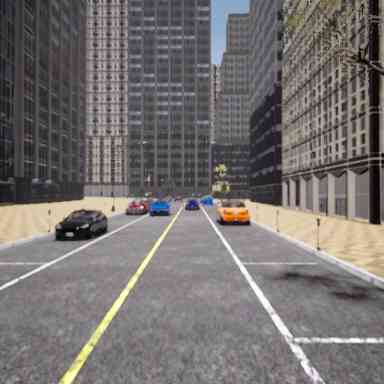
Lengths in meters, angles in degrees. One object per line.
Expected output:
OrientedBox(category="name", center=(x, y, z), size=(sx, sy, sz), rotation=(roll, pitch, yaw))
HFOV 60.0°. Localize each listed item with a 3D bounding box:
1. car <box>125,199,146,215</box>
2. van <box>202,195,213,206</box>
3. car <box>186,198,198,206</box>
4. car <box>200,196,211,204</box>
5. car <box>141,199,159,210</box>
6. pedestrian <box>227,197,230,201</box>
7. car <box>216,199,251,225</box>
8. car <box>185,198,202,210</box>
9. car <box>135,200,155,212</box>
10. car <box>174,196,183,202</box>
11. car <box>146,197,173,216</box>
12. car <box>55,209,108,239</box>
OrientedBox(category="car", center=(-5.679, 1.520, 34.575), size=(1.967, 1.590, 4.097), rotation=(1, 0, 0))
OrientedBox(category="van", center=(2.705, 1.469, 57.139), size=(1.690, 1.788, 3.998), rotation=(1, 0, 0))
OrientedBox(category="car", center=(0.004, 1.731, 58.282), size=(1.895, 1.301, 4.718), rotation=(0, 0, 0))
OrientedBox(category="car", center=(2.704, 1.591, 68.421), size=(1.967, 1.590, 4.097), rotation=(1, 0, 0))
OrientedBox(category="car", center=(-5.680, 1.670, 45.860), size=(1.947, 1.339, 4.313), rotation=(1, 0, 0))
OrientedBox(category="pedestrian", center=(3.002, 1.358, 27.691), size=(0.375, 1.860, 0.375), rotation=(1, -1, 0))
OrientedBox(category="car", center=(3.002, 1.409, 24.877), size=(2.097, 1.767, 4.553), rotation=(0, 0, 0))
OrientedBox(category="car", center=(0.063, 1.628, 45.036), size=(1.812, 1.442, 4.674), rotation=(0, 0, 0))
OrientedBox(category="car", center=(-5.680, 1.674, 40.217), size=(1.802, 1.307, 4.206), rotation=(1, 0, 0))
OrientedBox(category="car", center=(-2.995, 1.658, 75.040), size=(1.895, 1.301, 4.718), rotation=(0, 0, 0))
OrientedBox(category="car", center=(-3.095, 1.554, 33.168), size=(1.882, 1.535, 5.008), rotation=(0, 0, 0))
OrientedBox(category="car", center=(-5.681, 1.608, 17.646), size=(1.947, 1.339, 4.313), rotation=(1, 0, 0))
